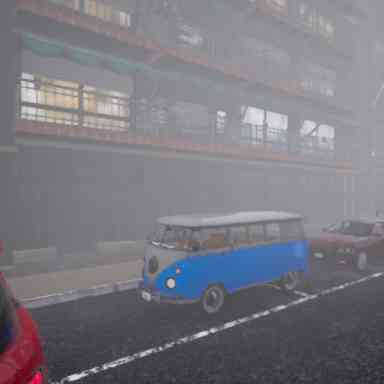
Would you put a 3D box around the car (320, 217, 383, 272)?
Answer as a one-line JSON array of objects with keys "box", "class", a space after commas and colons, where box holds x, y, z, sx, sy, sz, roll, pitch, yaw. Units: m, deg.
[{"box": [5.362, 1.520, 10.714, 4.507, 1.381, 1.887, 0, 1, -37], "class": "car"}]

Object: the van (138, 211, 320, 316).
[{"box": [0.848, 1.345, 7.280, 3.998, 1.788, 1.690, 0, 1, -37], "class": "van"}]

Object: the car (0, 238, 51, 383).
[{"box": [-3.283, 1.249, 0.782, 5.566, 2.045, 2.150, 0, 0, -37], "class": "car"}]
